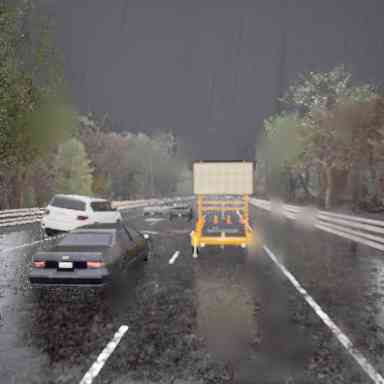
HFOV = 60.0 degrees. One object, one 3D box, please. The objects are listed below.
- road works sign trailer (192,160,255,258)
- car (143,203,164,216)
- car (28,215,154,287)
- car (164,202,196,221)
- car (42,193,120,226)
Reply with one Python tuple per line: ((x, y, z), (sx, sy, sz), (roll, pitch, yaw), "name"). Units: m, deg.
((1.237, 0.536, 13.231), (2.380, 3.560, 2.880), (0, 0, 6), "road works sign trailer")
((-3.697, 1.810, 35.042), (1.895, 1.301, 4.718), (0, 0, 6), "car")
((-2.471, 1.612, 9.564), (2.033, 1.411, 5.357), (0, 0, 5), "car")
((-0.745, 1.657, 29.122), (2.128, 1.511, 4.902), (0, 0, 5), "car")
((-5.289, 1.183, 16.824), (2.150, 2.045, 5.566), (10, 0, 5), "car")
